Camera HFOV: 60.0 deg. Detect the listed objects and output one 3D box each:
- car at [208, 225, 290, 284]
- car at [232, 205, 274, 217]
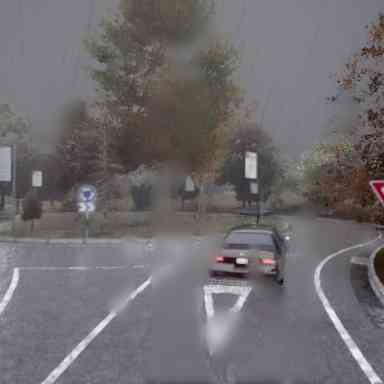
[{"bbox_3d":[1.913,1.705,10.141,2.033,1.411,5.357,-1,-1,17],"label":"car"},{"bbox_3d":[7.426,2.353,40.932,2.033,1.411,5.357,1,-2,-42],"label":"car"}]
